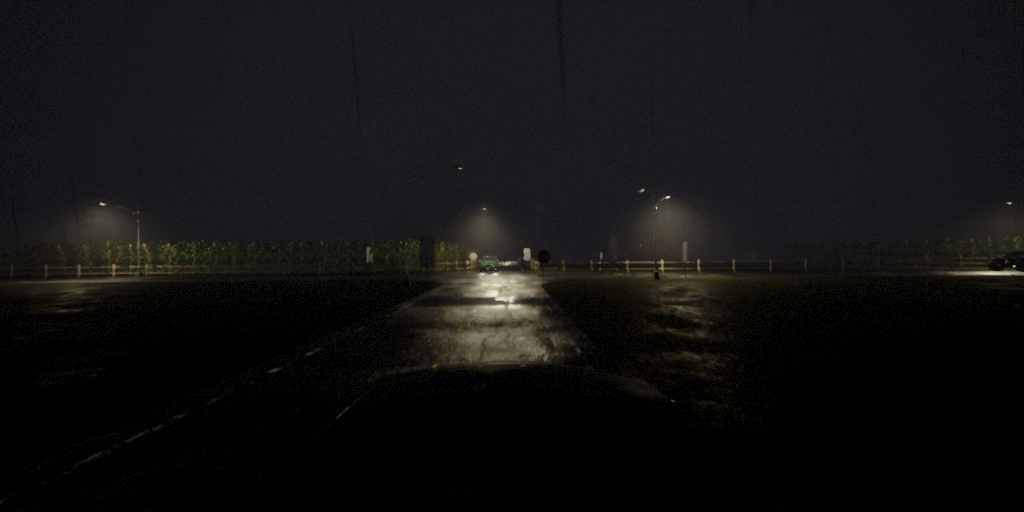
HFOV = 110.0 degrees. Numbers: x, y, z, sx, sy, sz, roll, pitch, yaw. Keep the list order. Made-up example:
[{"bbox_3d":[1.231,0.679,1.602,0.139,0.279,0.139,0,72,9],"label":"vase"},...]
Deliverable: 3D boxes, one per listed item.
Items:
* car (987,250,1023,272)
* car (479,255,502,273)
[{"bbox_3d":[49.230,0.477,34.208,5.566,2.045,2.150,-1,0,1],"label":"car"},{"bbox_3d":[-2.752,1.015,43.616,2.150,2.045,5.566,0,2,0],"label":"car"}]
